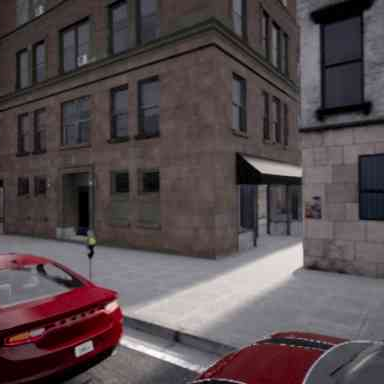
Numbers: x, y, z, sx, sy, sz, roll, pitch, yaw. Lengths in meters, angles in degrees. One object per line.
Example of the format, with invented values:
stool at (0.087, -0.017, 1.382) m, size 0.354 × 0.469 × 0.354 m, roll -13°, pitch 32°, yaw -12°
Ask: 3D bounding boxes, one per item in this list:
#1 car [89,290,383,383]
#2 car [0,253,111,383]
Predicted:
car at (1.631, 1.434, 1.653) m, size 4.097 × 1.590 × 1.967 m, roll -1°, pitch 0°, yaw 35°
car at (-3.003, 1.606, 4.938) m, size 4.507 × 1.381 × 1.887 m, roll -1°, pitch 0°, yaw 35°
